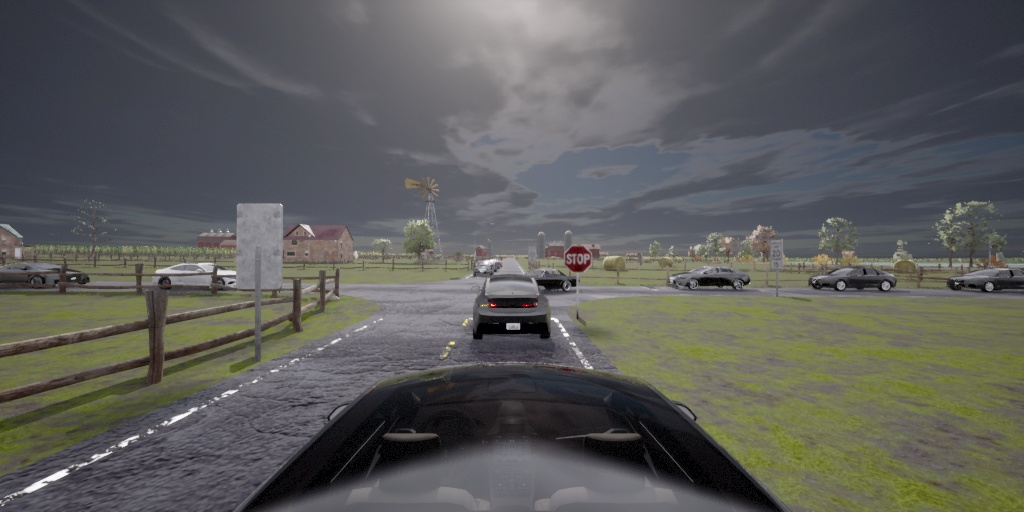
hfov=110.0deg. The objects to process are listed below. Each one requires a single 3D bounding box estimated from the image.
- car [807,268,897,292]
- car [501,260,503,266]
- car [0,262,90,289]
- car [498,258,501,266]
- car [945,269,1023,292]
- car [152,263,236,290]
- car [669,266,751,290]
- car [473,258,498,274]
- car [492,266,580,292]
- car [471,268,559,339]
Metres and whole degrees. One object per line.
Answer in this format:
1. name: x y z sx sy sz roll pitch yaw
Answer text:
1. car: 22.199 1.499 23.508 4.892 1.490 1.837 1 -1 -1
2. car: -2.823 1.240 55.736 2.128 1.511 4.902 0 0 0
3. car: -26.364 1.048 19.895 4.181 1.385 1.994 1 -1 -1
4. car: -2.854 1.241 46.194 2.128 1.511 4.902 0 0 0
5. car: 31.701 1.586 23.630 4.892 1.490 1.837 1 -1 -1
6. car: -17.244 1.104 20.018 4.674 1.442 1.812 1 -1 -1
7. car: 12.797 1.396 23.337 4.902 1.511 2.128 1 -1 -2
8. car: -2.860 1.243 36.748 2.128 1.511 4.902 0 0 0
9. car: 1.499 1.369 20.108 4.718 1.301 1.895 1 0 -35
10. car: -0.075 1.256 10.062 1.837 1.490 4.892 0 0 -2
